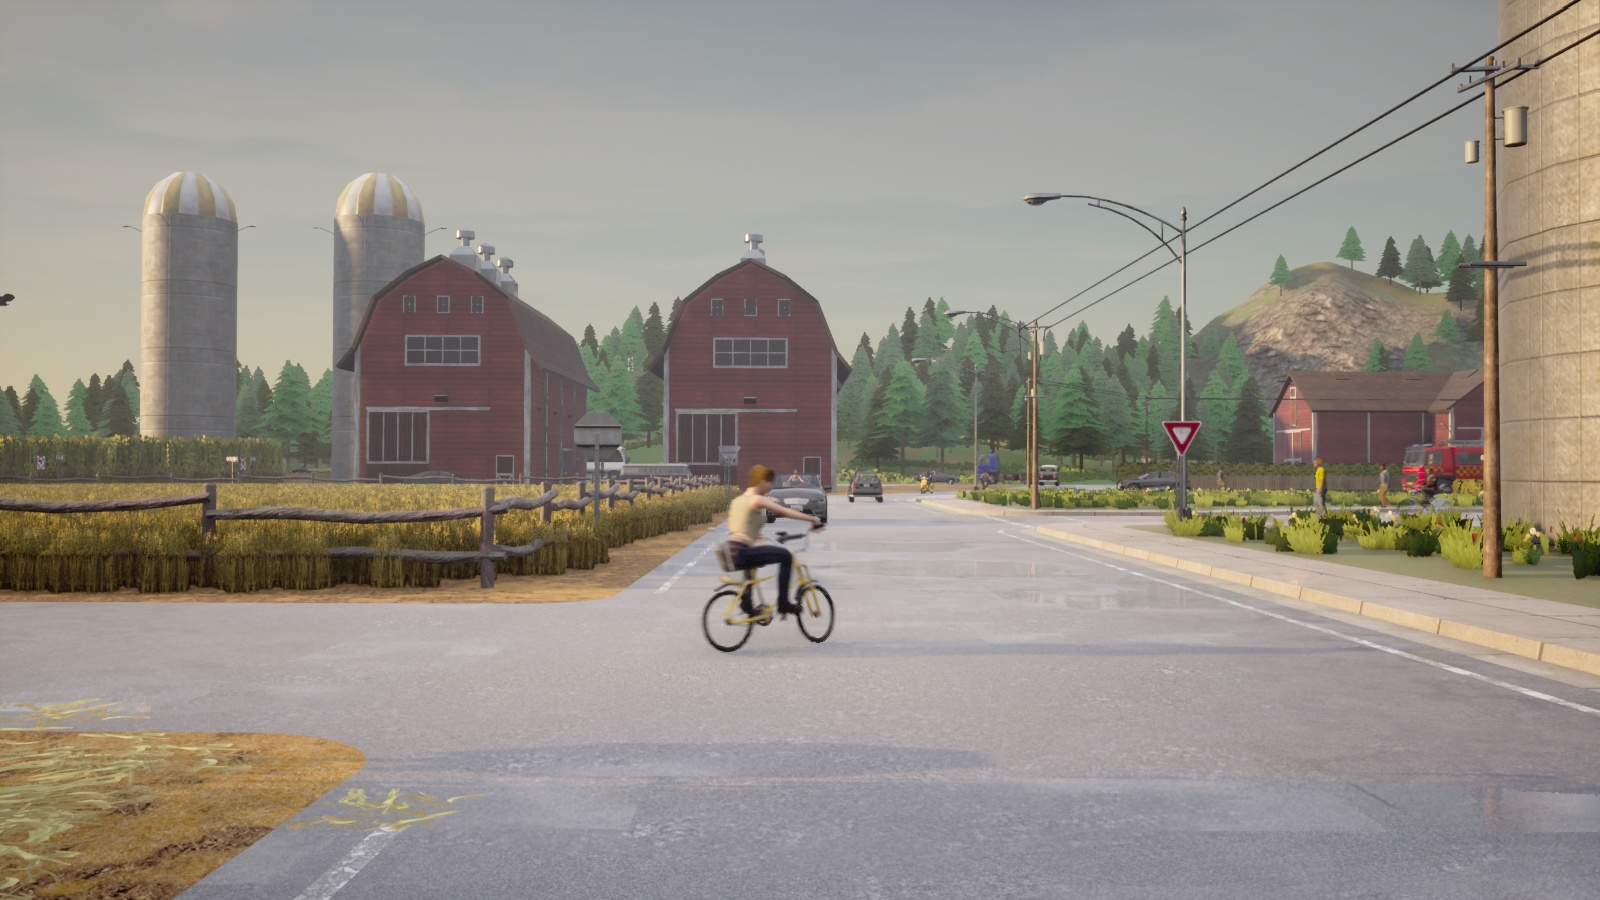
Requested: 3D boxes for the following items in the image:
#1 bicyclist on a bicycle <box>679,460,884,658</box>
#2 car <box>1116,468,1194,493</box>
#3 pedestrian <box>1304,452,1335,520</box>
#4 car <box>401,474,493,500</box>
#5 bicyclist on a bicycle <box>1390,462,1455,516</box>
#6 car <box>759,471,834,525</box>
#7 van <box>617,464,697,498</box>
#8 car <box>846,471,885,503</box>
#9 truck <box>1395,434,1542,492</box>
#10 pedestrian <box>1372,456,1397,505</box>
[{"bbox_3d":[-0.157,0.937,11.062,1.509,1.612,0.866,1,-6,-39],"label":"bicyclist on a bicycle"},{"bbox_3d":[24.240,2.085,85.906,4.856,1.649,2.033,0,-1,4],"label":"car"},{"bbox_3d":[14.281,0.991,34.516,0.706,1.836,0.354,0,-1,11],"label":"pedestrian"},{"bbox_3d":[-20.734,2.140,73.890,4.892,1.490,1.837,0,-1,-3],"label":"car"},{"bbox_3d":[20.824,1.306,42.049,1.843,1.776,0.659,0,-1,-1],"label":"bicyclist on a bicycle"},{"bbox_3d":[-0.101,1.409,38.101,2.128,1.511,4.902,0,-1,0],"label":"car"},{"bbox_3d":[-8.452,1.845,74.290,4.442,1.987,1.775,0,-1,4],"label":"van"},{"bbox_3d":[3.338,1.861,64.380,1.789,1.549,3.705,0,-1,0],"label":"car"},{"bbox_3d":[45.604,0.905,85.855,8.468,3.827,2.891,0,-1,0],"label":"truck"},{"bbox_3d":[23.428,1.219,50.323,0.788,1.949,0.423,0,-1,-13],"label":"pedestrian"}]
